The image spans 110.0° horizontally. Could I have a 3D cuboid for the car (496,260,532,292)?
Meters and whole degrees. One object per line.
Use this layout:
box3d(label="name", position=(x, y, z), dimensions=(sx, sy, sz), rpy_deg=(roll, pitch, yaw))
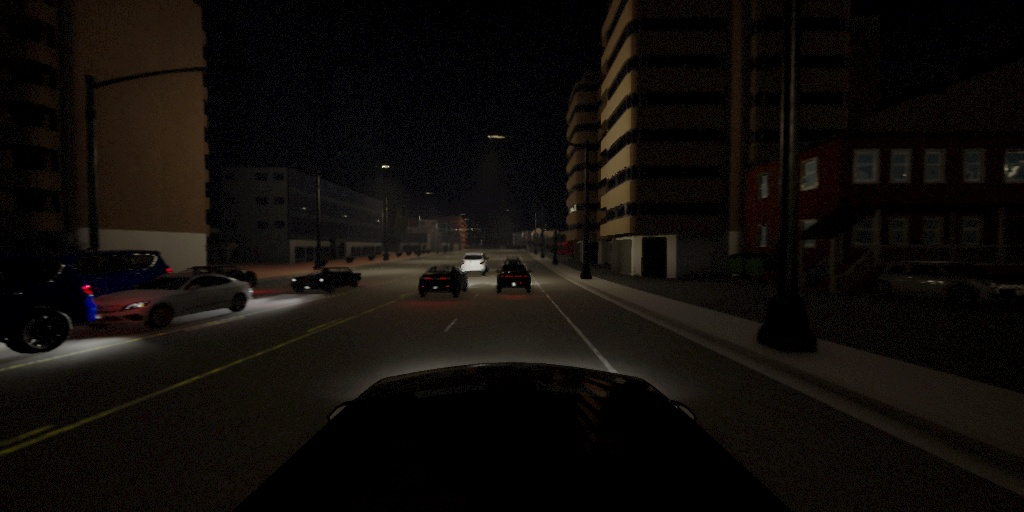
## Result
box3d(label="car", position=(0.098, 1.206, 21.133), dimensions=(1.837, 1.490, 4.892), rpy_deg=(0, 1, 0))

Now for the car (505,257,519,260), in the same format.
box3d(label="car", position=(0.096, 0.741, 43.932), dimensions=(1.895, 1.301, 4.718), rpy_deg=(0, 2, 0))

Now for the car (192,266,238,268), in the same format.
box3d(label="car", position=(-14.057, 1.230, 16.472), dimensions=(2.128, 1.511, 4.902), rpy_deg=(0, 2, 0))

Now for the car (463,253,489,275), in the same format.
box3d(label="car", position=(-3.444, 0.678, 34.267), dimensions=(2.150, 2.045, 5.566), rpy_deg=(0, 2, 0))

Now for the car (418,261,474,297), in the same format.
box3d(label="car", position=(-3.449, 1.211, 18.607), dimensions=(2.128, 1.511, 4.902), rpy_deg=(0, 0, 0))

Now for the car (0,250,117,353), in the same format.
box3d(label="car", position=(-10.596, 0.960, 5.813), dimensions=(2.150, 2.045, 5.566), rpy_deg=(0, 0, 0))

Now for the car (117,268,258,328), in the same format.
box3d(label="car", position=(-10.501, 1.265, 11.411), dimensions=(1.812, 1.442, 4.674), rpy_deg=(0, 0, 0))

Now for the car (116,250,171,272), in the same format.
box3d(label="car", position=(-14.000, 0.888, 11.339), dimensions=(2.150, 2.045, 5.566), rpy_deg=(0, 3, 0))

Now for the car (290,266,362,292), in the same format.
box3d(label="car", position=(-10.519, 1.294, 20.635), dimensions=(1.895, 1.301, 4.718), rpy_deg=(0, 1, 0))
